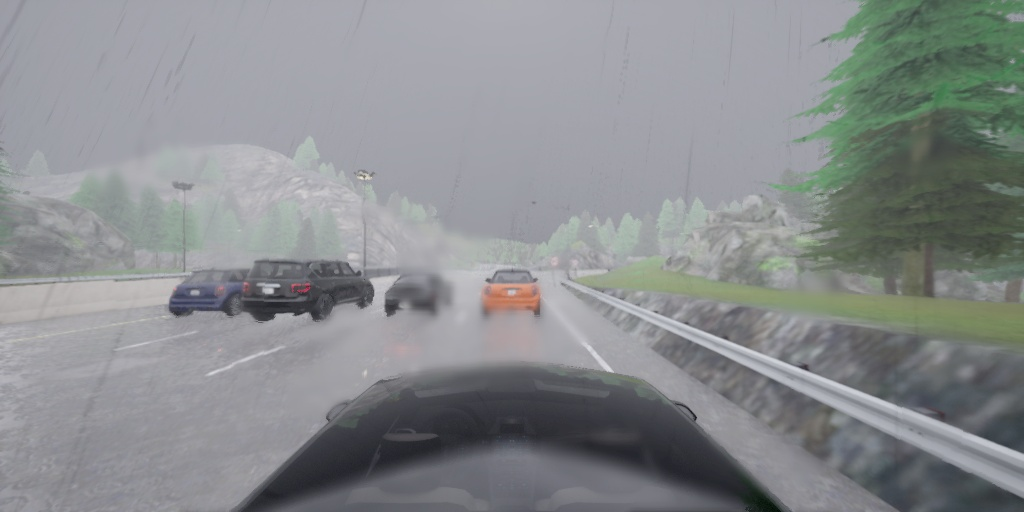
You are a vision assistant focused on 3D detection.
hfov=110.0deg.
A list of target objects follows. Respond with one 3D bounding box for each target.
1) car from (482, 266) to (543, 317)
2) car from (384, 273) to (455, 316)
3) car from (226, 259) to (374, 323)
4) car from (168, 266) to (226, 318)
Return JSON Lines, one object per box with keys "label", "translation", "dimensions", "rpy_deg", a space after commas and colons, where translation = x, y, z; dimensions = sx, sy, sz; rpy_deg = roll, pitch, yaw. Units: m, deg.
{"label": "car", "translation": [0.022, 1.263, 14.053], "dimensions": [2.097, 1.767, 4.553], "rpy_deg": [0, -1, 0]}
{"label": "car", "translation": [-3.479, 1.419, 14.183], "dimensions": [1.837, 1.490, 4.892], "rpy_deg": [0, 0, 0]}
{"label": "car", "translation": [-6.987, 1.121, 12.994], "dimensions": [2.150, 2.045, 5.566], "rpy_deg": [0, 0, 0]}
{"label": "car", "translation": [-10.478, 1.263, 14.028], "dimensions": [2.097, 1.767, 4.553], "rpy_deg": [0, -1, 0]}
